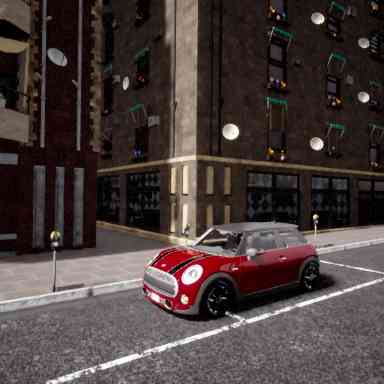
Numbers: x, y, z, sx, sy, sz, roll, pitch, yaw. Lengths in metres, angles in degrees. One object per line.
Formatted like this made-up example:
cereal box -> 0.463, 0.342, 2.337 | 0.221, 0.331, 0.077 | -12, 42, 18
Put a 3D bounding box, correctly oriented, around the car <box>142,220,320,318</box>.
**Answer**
car -> 0.944, 1.442, 7.358 | 4.097, 1.590, 1.967 | 0, 1, -35
